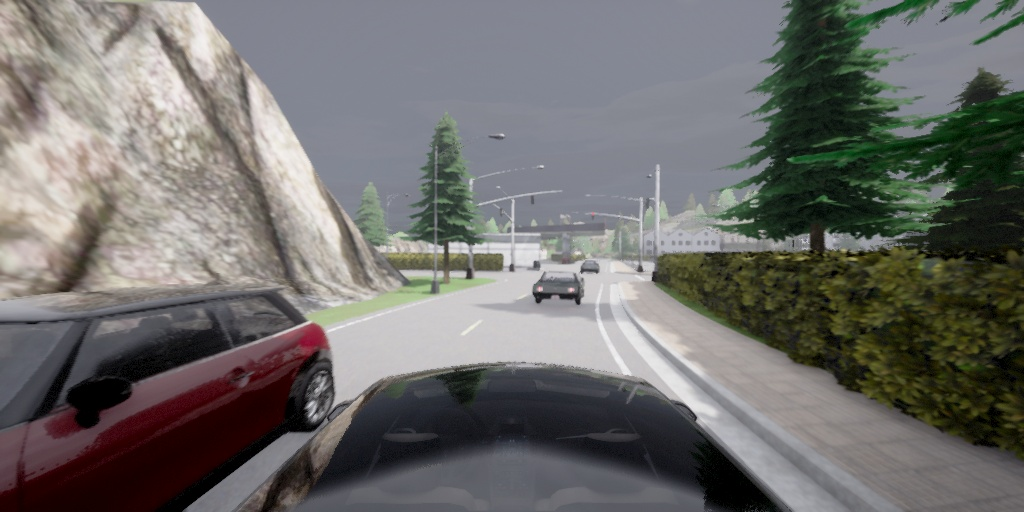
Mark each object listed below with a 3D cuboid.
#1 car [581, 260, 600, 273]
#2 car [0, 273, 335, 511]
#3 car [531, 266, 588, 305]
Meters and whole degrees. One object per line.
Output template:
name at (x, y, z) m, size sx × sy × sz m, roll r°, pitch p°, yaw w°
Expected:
car at (8.883, 1.189, 40.806) m, size 1.994 × 1.385 × 4.181 m, roll 0°, pitch 0°, yaw 15°
car at (-3.286, 1.076, 2.506) m, size 2.097 × 1.767 × 4.553 m, roll 0°, pitch 0°, yaw 2°
car at (2.191, 1.299, 15.843) m, size 1.895 × 1.301 × 4.718 m, roll 0°, pitch 0°, yaw 14°
